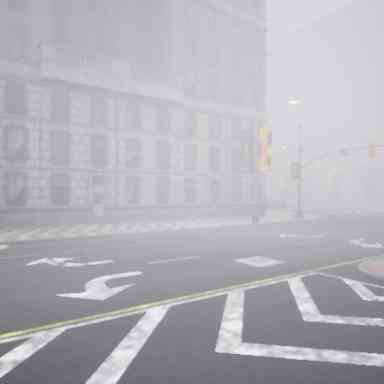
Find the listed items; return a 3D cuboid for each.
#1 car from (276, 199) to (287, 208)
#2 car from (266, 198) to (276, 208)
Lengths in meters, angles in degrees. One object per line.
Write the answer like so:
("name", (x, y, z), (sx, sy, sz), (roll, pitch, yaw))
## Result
("car", (11.889, 1.651, 49.031), (1.994, 1.385, 4.181), (0, 0, -35))
("car", (8.850, 1.623, 47.254), (2.033, 1.411, 5.357), (0, 0, -35))
